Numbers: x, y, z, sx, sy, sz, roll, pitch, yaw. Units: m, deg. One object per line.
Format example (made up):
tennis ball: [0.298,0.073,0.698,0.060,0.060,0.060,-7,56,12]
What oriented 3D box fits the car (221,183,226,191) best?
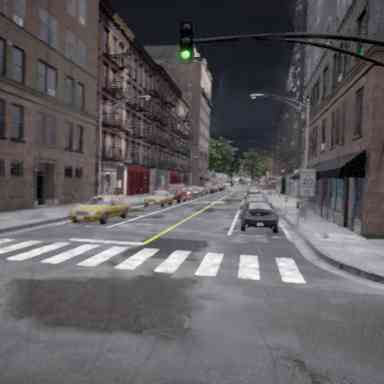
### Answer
car: [5.906,-1.126,77.034,2.192,1.841,5.009,2,2,10]

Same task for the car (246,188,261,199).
car: [9.026,0.172,48.671,2.008,1.369,4.403,2,2,10]

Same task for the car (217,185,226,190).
car: [7.813,-1.202,87.834,1.887,1.381,4.507,2,2,10]

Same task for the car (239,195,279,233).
car: [3.295,1.095,16.296,2.008,1.369,4.403,2,2,10]

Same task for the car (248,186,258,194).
car: [12.848,-0.448,70.255,1.887,1.381,4.507,2,2,10]

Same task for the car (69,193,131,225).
car: [-4.660,0.778,17.523,1.752,1.417,4.829,2,2,10]

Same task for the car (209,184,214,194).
car: [2.069,-0.262,55.461,1.947,1.339,4.313,2,2,10]

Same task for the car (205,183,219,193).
car: [3.034,-0.666,60.848,2.192,1.841,5.009,2,2,10]

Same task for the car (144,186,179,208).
car: [-2.746,0.471,28.313,1.752,1.417,4.829,2,2,10]

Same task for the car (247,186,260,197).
car: [9.985,-0.092,54.064,1.967,1.590,4.097,2,2,10]

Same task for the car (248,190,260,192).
car: [5.205,0.787,27.087,2.008,1.369,4.403,2,2,10]

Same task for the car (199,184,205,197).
car: [0.158,-0.080,44.665,1.967,1.590,4.097,2,2,10]

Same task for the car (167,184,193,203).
car: [-1.752,0.102,33.869,2.192,1.841,5.009,2,2,10]

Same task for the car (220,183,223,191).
car: [4.940,-0.706,71.648,1.802,1.307,4.206,2,2,10]

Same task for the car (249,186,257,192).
car: [14.757,-0.717,81.048,1.802,1.307,4.206,2,2,10]

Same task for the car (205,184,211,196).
car: [1.112,-0.124,50.064,2.008,1.369,4.403,2,2,10]

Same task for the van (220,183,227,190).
van: [8.776,-1.559,93.222,1.690,1.788,3.998,2,2,10]

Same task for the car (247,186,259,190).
car: [8.071,0.326,43.275,2.008,1.369,4.403,2,2,10]

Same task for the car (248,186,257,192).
car: [15.713,-0.901,86.443,2.008,1.369,4.403,2,2,10]

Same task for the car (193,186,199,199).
car: [-0.799,0.073,39.269,1.967,1.590,4.097,2,2,10]

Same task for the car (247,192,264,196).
car: [4.250,0.935,21.691,1.887,1.381,4.507,2,2,10]
